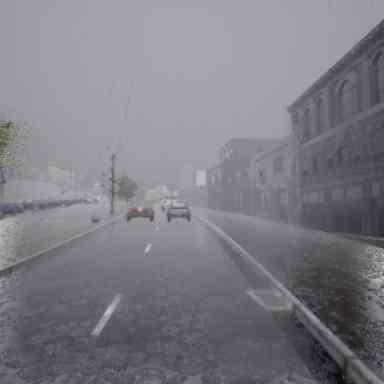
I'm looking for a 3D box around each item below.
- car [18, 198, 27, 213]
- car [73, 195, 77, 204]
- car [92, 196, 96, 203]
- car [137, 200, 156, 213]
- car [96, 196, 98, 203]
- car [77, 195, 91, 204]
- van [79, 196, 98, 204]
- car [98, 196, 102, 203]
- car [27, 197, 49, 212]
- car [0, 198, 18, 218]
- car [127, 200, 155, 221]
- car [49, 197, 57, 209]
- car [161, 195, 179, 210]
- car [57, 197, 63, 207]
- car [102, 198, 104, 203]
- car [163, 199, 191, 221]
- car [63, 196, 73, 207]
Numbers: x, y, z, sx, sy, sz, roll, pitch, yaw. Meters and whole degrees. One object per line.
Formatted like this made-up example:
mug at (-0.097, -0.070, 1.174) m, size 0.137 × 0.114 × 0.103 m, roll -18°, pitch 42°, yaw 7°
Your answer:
car at (-18.540, 1.348, 31.778) m, size 4.553 × 1.767 × 2.185 m, roll 0°, pitch 0°, yaw -26°
car at (-21.319, 1.554, 52.290) m, size 5.008 × 1.535 × 2.097 m, roll 0°, pitch -1°, yaw -29°
car at (-25.057, 1.785, 75.786) m, size 4.553 × 1.767 × 2.185 m, roll 0°, pitch -2°, yaw -29°
car at (-5.366, 1.653, 39.426) m, size 2.033 × 1.411 × 5.357 m, roll 1°, pitch 0°, yaw -7°
car at (-25.495, 2.021, 78.734) m, size 4.674 × 1.452 × 2.002 m, roll 0°, pitch -2°, yaw -29°
car at (-23.628, 1.732, 66.981) m, size 5.008 × 1.535 × 2.097 m, roll 0°, pitch -1°, yaw -29°
van at (-26.323, 1.917, 84.678) m, size 4.442 × 1.987 × 1.878 m, roll 0°, pitch -2°, yaw -29°
car at (-25.936, 1.808, 81.701) m, size 5.566 × 2.045 × 2.435 m, roll 0°, pitch -2°, yaw -29°
car at (-19.179, 1.489, 37.656) m, size 4.892 × 1.521 × 2.231 m, roll 0°, pitch 0°, yaw -27°
car at (-18.207, 1.466, 28.852) m, size 5.008 × 1.535 × 2.097 m, roll 0°, pitch 0°, yaw -25°
car at (-4.162, 1.405, 27.665) m, size 2.097 × 1.767 × 4.553 m, roll 0°, pitch 0°, yaw -5°
car at (-19.560, 1.499, 40.587) m, size 4.892 × 1.521 × 2.231 m, roll 0°, pitch 0°, yaw -27°
car at (-2.938, 1.381, 44.301) m, size 2.150 × 2.045 × 5.566 m, roll 1°, pitch 0°, yaw -7°
car at (-19.966, 1.510, 43.518) m, size 4.892 × 1.521 × 2.231 m, roll 0°, pitch 0°, yaw -28°
car at (-26.910, 1.978, 87.543) m, size 5.566 × 2.045 × 2.435 m, roll 1°, pitch -2°, yaw -29°
car at (-1.137, 1.560, 27.465) m, size 2.128 × 1.511 × 4.902 m, roll 0°, pitch 0°, yaw -5°
car at (-20.861, 1.536, 49.364) m, size 5.008 × 1.535 × 2.097 m, roll 0°, pitch -1°, yaw -29°
